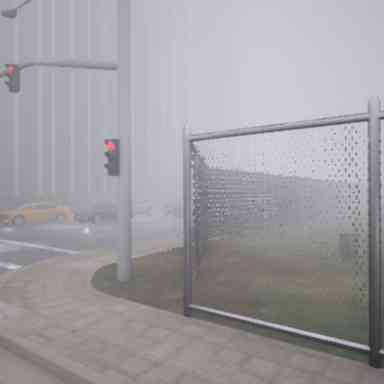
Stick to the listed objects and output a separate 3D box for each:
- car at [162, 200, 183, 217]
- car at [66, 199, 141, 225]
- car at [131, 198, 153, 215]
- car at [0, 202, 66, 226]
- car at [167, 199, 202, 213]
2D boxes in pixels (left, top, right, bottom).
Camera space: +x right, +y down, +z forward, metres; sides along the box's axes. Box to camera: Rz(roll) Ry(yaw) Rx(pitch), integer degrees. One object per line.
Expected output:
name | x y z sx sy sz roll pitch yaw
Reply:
car | -0.919 1.504 32.291 2.128 1.511 4.902 0 0 36
car | -6.410 1.517 24.634 1.837 1.490 4.892 0 0 36
car | -5.839 1.377 31.435 2.097 1.767 4.553 0 0 36
car | -11.247 1.502 23.894 1.882 1.535 5.008 0 0 36
car | -0.807 1.589 38.443 1.994 1.385 4.181 0 0 36
